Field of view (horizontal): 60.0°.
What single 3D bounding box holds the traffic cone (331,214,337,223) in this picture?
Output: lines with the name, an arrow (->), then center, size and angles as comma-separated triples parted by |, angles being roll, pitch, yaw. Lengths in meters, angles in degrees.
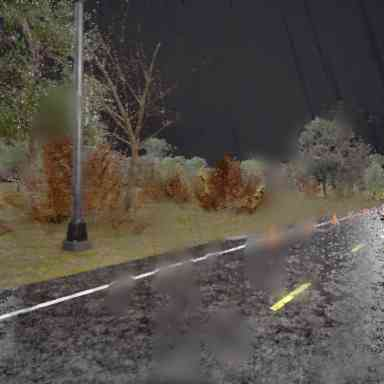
traffic cone -> 9.455, 1.761, 22.105 | 0.340, 0.580, 0.340 | 1, 1, 37

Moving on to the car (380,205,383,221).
car -> 15.365, 1.381, 24.766 | 1.812, 1.442, 4.674 | 1, 1, 38

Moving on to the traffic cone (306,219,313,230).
traffic cone -> 6.426, 1.776, 18.102 | 0.340, 0.580, 0.340 | 1, 1, 37

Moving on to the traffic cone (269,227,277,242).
traffic cone -> 3.423, 1.792, 14.079 | 0.340, 0.580, 0.340 | 1, 1, 37

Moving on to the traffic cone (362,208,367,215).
traffic cone -> 15.586, 1.749, 30.056 | 0.340, 0.580, 0.340 | 1, 1, 38

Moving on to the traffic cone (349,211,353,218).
traffic cone -> 12.508, 1.752, 26.090 | 0.340, 0.580, 0.340 | 1, 1, 38

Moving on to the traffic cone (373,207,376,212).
traffic cone -> 18.689, 1.751, 34.002 | 0.340, 0.580, 0.340 | 1, 1, 38
